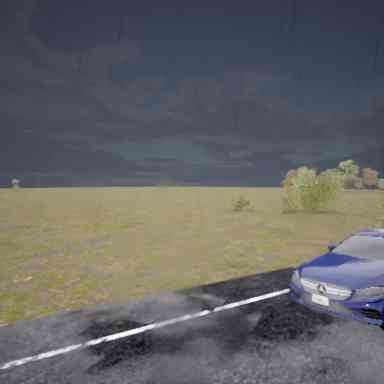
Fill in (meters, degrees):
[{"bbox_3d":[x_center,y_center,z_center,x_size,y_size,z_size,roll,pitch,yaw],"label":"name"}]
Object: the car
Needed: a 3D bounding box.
[{"bbox_3d":[4.018,1.527,6.864,4.674,1.442,1.812,0,0,-36],"label":"car"}]
